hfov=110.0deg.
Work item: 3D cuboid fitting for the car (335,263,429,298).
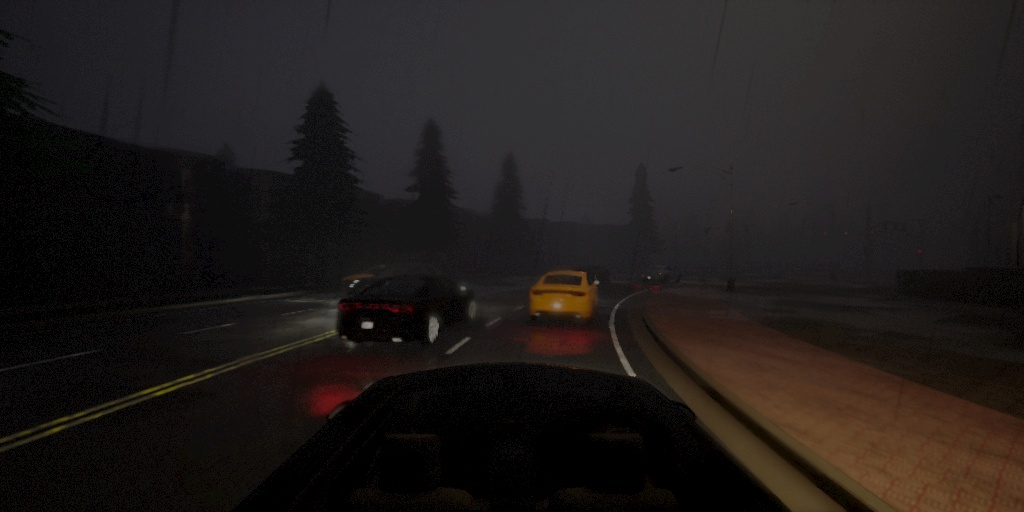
[{"bbox_3d":[-6.817,1.195,19.499,1.882,1.535,5.008,0,0,23],"label":"car"}]

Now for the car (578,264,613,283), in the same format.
[{"bbox_3d":[6.228,1.388,27.883,1.837,1.490,4.892,0,-1,38],"label":"car"}]

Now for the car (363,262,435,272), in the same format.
[{"bbox_3d":[-4.652,1.083,15.146,2.097,1.767,4.553,1,0,19],"label":"car"}]

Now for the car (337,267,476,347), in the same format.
[{"bbox_3d":[-2.398,1.220,9.482,1.882,1.535,5.008,0,0,10],"label":"car"}]

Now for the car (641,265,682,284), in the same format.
[{"bbox_3d":[12.234,1.480,29.385,1.812,1.442,4.674,0,0,45],"label":"car"}]

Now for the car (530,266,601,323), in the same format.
[{"bbox_3d":[1.972,1.276,12.589,1.882,1.535,5.008,0,0,16],"label":"car"}]
